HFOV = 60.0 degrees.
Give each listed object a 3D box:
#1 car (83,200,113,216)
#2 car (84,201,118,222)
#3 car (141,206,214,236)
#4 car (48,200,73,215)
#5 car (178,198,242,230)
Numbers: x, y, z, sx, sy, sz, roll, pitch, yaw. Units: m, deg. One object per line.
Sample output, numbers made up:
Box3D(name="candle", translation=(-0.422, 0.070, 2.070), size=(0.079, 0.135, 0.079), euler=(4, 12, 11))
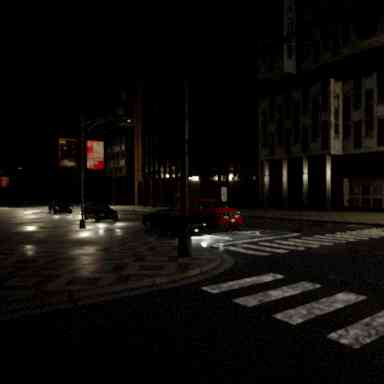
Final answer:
Box3D(name="car", translation=(-11.608, 1.887, 40.751), size=(2.097, 1.767, 4.553), euler=(0, -1, -35))
Box3D(name="car", translation=(-8.466, 1.893, 30.757), size=(1.882, 1.535, 5.008), euler=(0, -1, -35))
Box3D(name="car", translation=(-1.300, 1.797, 20.742), size=(2.033, 1.411, 5.357), euler=(0, -1, -36))
Box3D(name="car", translation=(-16.824, 1.960, 42.484), size=(2.097, 1.767, 4.553), euler=(0, 0, -35))
Box3D(name="car", translation=(0.979, 1.464, 23.148), size=(2.150, 2.045, 5.566), euler=(0, 0, -35))
